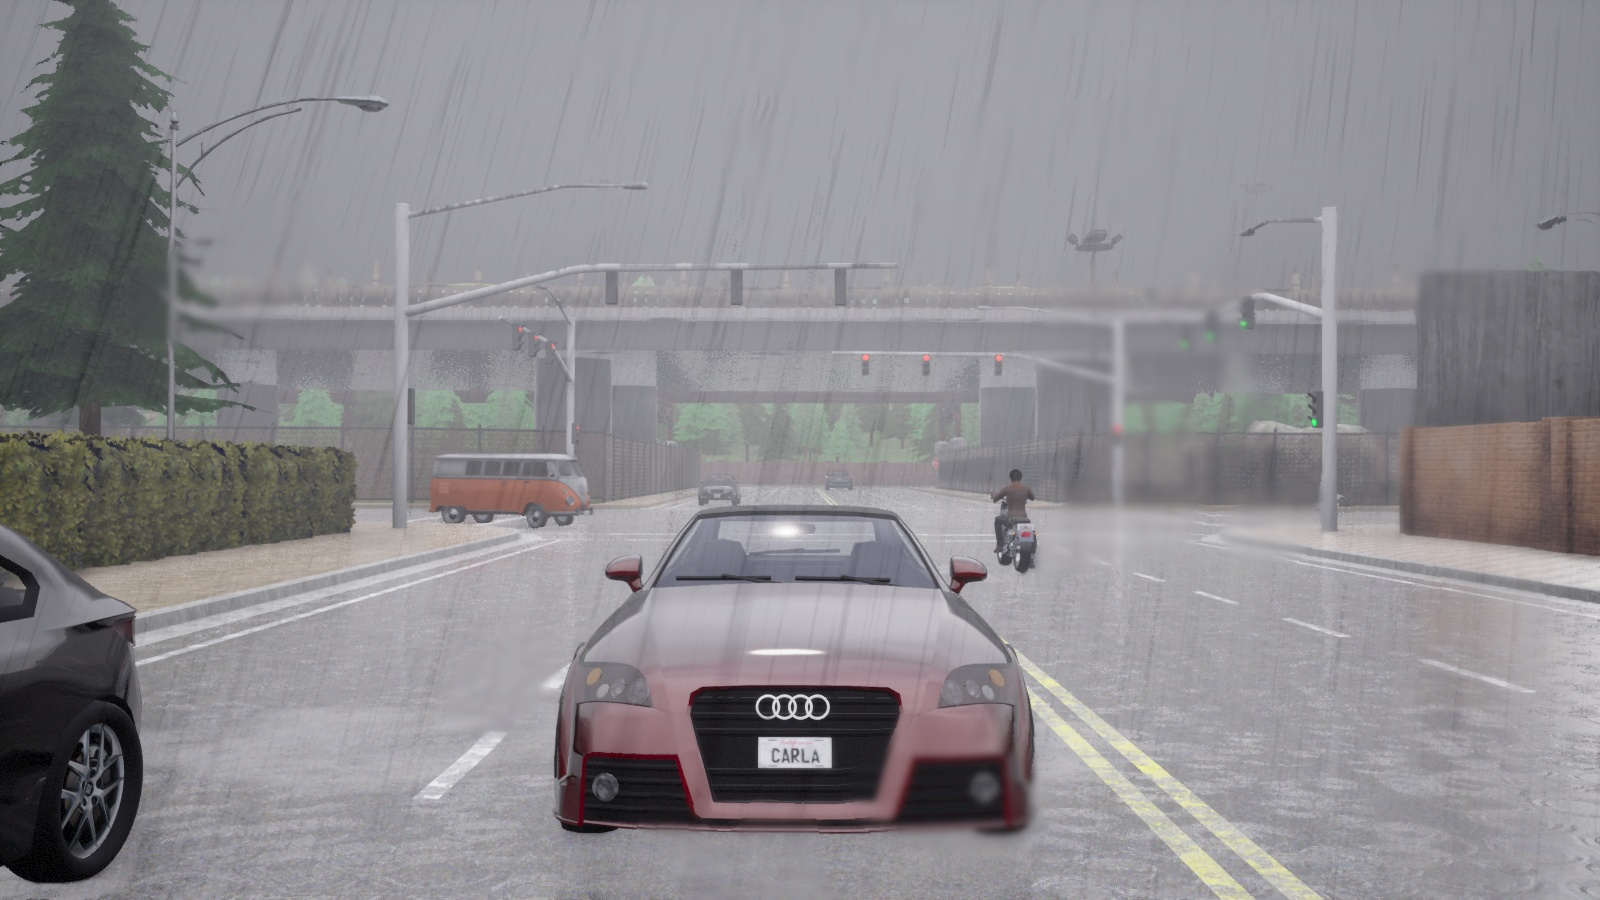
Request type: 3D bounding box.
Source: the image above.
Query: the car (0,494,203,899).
[{"bbox_3d":[-3.509,0.899,3.374,1.816,1.474,4.193,0,-1,0],"label":"car"}]

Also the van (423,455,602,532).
[{"bbox_3d":[-7.792,1.143,34.104,4.442,1.987,1.775,0,-1,19],"label":"van"}]

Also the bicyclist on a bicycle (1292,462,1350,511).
[{"bbox_3d":[18.956,1.319,45.688,1.843,1.776,0.659,0,-1,0],"label":"bicyclist on a bicycle"}]

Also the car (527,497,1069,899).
[{"bbox_3d":[-0.013,0.991,6.719,1.994,1.385,4.181,0,-1,0],"label":"car"}]

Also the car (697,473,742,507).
[{"bbox_3d":[-3.643,1.805,57.467,1.816,1.474,4.193,0,-1,0],"label":"car"}]

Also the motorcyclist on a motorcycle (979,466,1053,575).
[{"bbox_3d":[3.449,1.090,20.246,0.766,1.649,2.350,0,-1,0],"label":"motorcyclist on a motorcycle"}]
